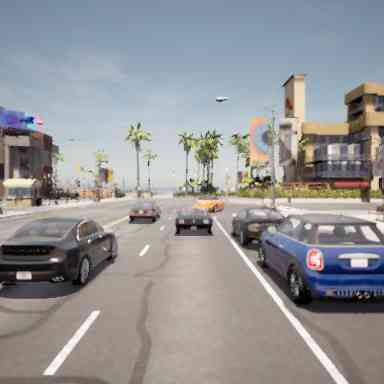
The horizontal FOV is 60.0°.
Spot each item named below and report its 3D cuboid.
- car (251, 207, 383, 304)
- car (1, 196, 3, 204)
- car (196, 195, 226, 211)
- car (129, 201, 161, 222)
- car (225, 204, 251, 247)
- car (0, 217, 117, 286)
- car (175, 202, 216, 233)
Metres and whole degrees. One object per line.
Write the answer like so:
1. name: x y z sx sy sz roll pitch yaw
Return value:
1. car: 3.037 1.298 8.186 2.185 1.767 4.553 0 0 0
2. car: -29.019 0.929 47.439 2.185 1.767 4.553 0 0 0
3. car: 1.962 1.118 34.168 2.097 1.767 4.553 0 1 22
4. car: -3.409 1.377 24.746 2.033 1.411 5.357 0 0 0
5. car: 2.895 1.379 14.612 2.097 1.535 5.008 0 0 0
6. car: -3.405 1.440 9.164 1.837 1.490 4.892 0 0 0
7. car: 0.094 1.473 18.547 1.895 1.301 4.718 0 0 0
